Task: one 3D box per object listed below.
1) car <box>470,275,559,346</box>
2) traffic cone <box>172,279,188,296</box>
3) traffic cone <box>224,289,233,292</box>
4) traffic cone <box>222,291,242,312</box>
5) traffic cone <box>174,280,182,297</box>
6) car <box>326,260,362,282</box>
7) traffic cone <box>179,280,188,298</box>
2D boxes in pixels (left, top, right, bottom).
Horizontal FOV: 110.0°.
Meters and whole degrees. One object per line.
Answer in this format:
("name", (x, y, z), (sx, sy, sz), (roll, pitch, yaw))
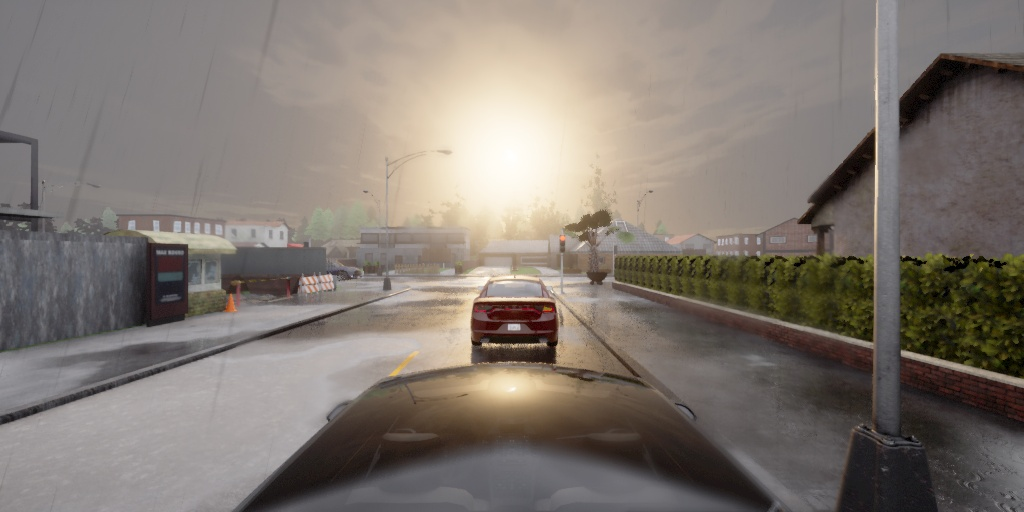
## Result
("car", (0.079, 1.228, 9.422), (1.882, 1.535, 5.008), (0, 0, 1))
("traffic cone", (-16.806, 1.582, 18.227), (0.344, 0.586, 0.344), (0, 0, 0))
("traffic cone", (-10.339, 1.568, 12.789), (0.344, 0.586, 0.344), (0, 0, 0))
("traffic cone", (-9.621, 1.598, 12.266), (0.344, 0.586, 0.344), (0, 0, 0))
("traffic cone", (-15.771, 1.558, 17.223), (0.344, 0.586, 0.344), (0, 0, 0))
("car", (-14.432, 1.102, 28.506), (4.553, 1.767, 2.097), (0, 0, 0))
("traffic cone", (-15.203, 1.561, 16.859), (0.344, 0.586, 0.344), (0, 0, 0))
